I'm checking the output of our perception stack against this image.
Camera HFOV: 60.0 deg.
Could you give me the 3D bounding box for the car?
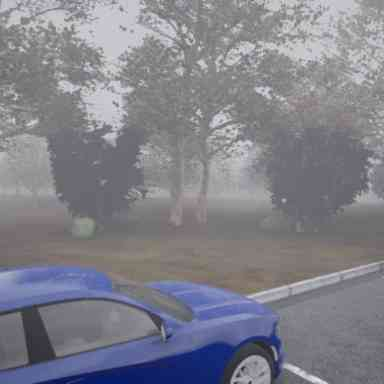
[{"bbox_3d":[-1.280,1.476,3.142,5.008,1.535,2.097,0,0,-33],"label":"car"}]
